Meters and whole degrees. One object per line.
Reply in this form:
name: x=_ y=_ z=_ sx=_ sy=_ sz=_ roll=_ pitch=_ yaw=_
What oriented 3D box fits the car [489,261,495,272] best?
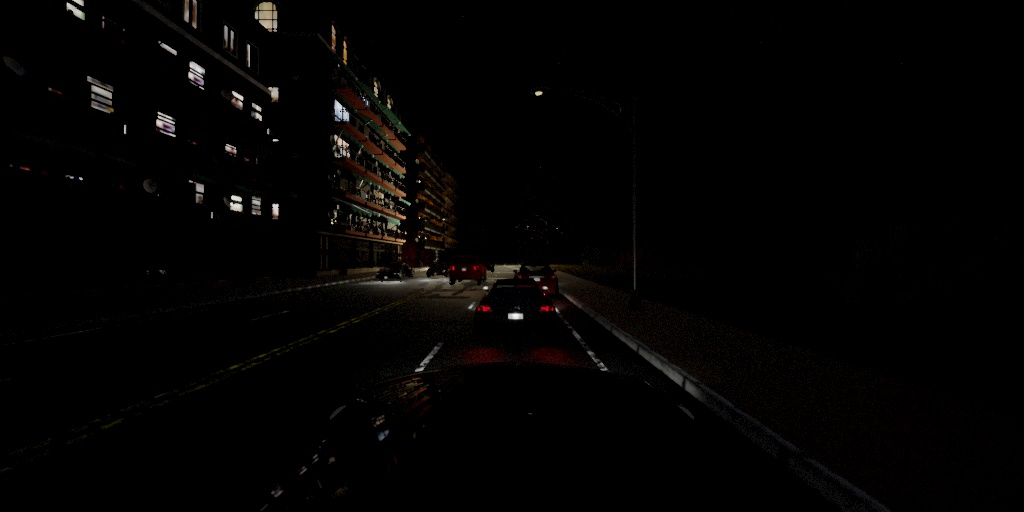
car: x=-3.136 y=1.278 z=44.166 sx=1.812 sy=1.442 sz=4.674 roll=0 pitch=0 yaw=0

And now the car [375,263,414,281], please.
car: x=-9.844 y=1.299 z=30.648 sx=2.033 sy=1.411 sz=5.357 roll=0 pitch=0 yaw=0

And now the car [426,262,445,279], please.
car: x=-6.592 y=1.278 z=33.175 sx=1.812 sy=1.442 sz=4.674 roll=0 pitch=0 yaw=0

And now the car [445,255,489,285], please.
car: x=-3.143 y=0.974 z=26.162 sx=2.150 sy=2.045 sz=5.566 roll=0 pitch=0 yaw=0

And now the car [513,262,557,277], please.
car: x=1.141 y=1.103 z=18.579 sx=2.097 sy=1.767 sz=4.553 roll=0 pitch=0 yaw=0

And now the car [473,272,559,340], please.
car: x=0.096 y=1.315 z=9.999 sx=1.994 sy=1.385 sz=4.181 roll=0 pitch=0 yaw=0
